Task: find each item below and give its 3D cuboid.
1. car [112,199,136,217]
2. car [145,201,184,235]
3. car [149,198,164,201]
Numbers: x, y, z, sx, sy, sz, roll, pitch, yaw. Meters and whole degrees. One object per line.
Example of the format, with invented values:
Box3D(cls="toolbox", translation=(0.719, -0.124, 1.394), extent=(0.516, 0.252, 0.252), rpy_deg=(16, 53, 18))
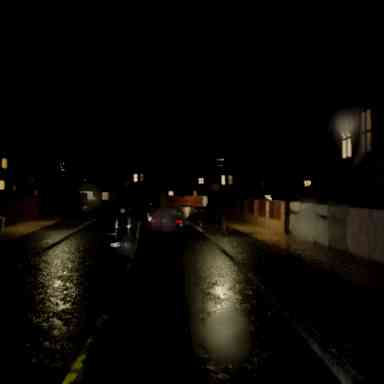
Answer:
Box3D(cls="car", translation=(-6.078, 1.351, 30.027), extent=(2.128, 1.511, 4.902), rpy_deg=(0, 0, -8))
Box3D(cls="car", translation=(-1.543, 1.486, 18.476), extent=(2.033, 1.411, 5.357), rpy_deg=(0, 0, -7))
Box3D(cls="car", translation=(-3.457, 1.340, 32.248), extent=(2.128, 1.511, 4.902), rpy_deg=(0, 0, -8))
